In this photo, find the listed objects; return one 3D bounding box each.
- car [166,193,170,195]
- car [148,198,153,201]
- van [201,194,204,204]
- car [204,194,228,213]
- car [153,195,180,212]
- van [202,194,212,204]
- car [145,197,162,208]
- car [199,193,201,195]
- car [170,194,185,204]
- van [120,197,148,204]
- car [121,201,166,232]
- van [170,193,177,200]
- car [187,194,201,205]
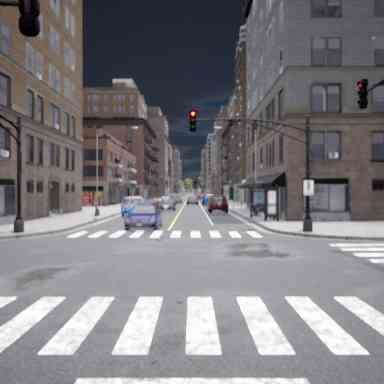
[{"bbox_3d":[-5.333,1.458,62.513,1.752,1.417,4.829,0,0,0],"label":"car"},{"bbox_3d":[-5.362,1.522,41.057,1.947,1.339,4.313,0,0,0],"label":"car"},{"bbox_3d":[2.744,1.286,51.862,1.690,1.788,3.998,0,0,0],"label":"van"},{"bbox_3d":[2.741,1.277,35.643,2.192,1.841,5.009,0,0,0],"label":"car"},{"bbox_3d":[-2.806,1.451,38.236,2.128,1.511,4.902,0,0,0],"label":"car"},{"bbox_3d":[2.746,1.273,62.675,1.690,1.788,3.998,0,0,0],"label":"van"},{"bbox_3d":[-5.355,1.495,46.464,1.887,1.381,4.507,0,0,0],"label":"car"},{"bbox_3d":[2.745,1.253,57.269,2.192,1.841,5.009,0,0,0],"label":"car"},{"bbox_3d":[-2.690,1.502,59.354,1.994,1.385,4.181,0,0,0],"label":"car"},{"bbox_3d":[-5.377,1.309,30.245,1.690,1.788,3.998,0,0,0],"label":"van"},{"bbox_3d":[-2.831,1.505,20.225,1.812,1.442,4.674,0,0,0],"label":"car"},{"bbox_3d":[-5.289,1.236,95.120,1.690,1.788,3.998,0,0,0],"label":"van"},{"bbox_3d":[0.115,1.504,55.757,1.994,1.385,4.181,0,0,1],"label":"car"}]
